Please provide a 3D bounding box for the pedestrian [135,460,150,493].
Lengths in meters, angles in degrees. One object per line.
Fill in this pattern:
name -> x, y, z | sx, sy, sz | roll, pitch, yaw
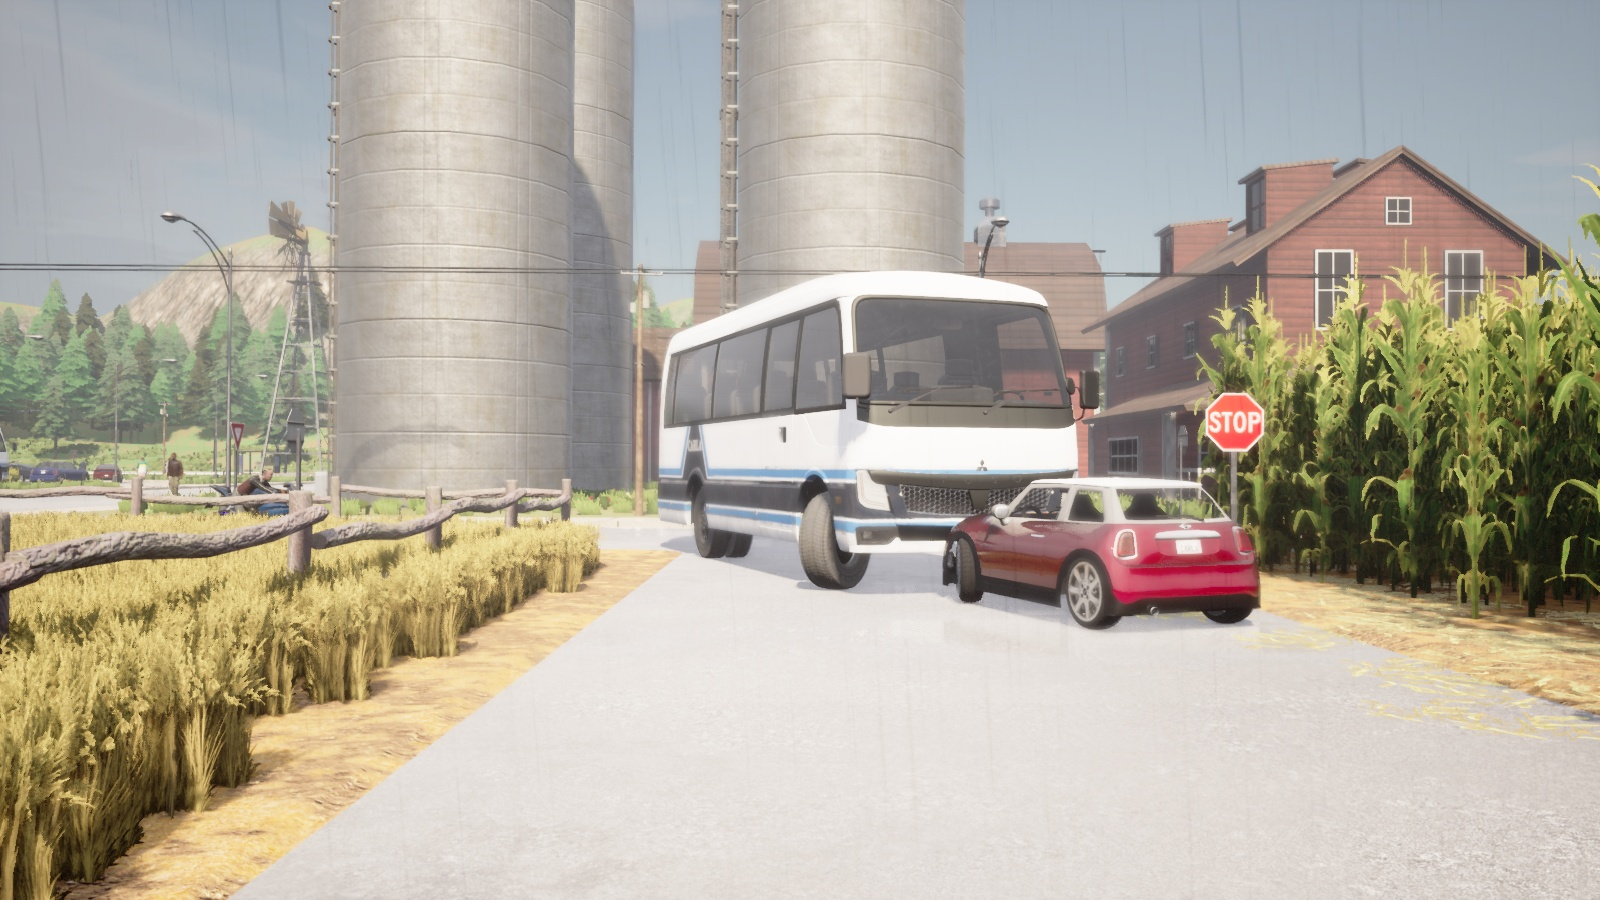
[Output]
pedestrian -> -39.539, 1.604, 75.534 | 0.659, 1.952, 0.873 | 0, -1, -37

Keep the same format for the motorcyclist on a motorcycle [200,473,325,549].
motorcyclist on a motorcycle -> -11.014, 1.241, 25.760 | 2.191, 1.530, 0.866 | 0, -1, 0

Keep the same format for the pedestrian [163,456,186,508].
pedestrian -> -22.526, 1.153, 45.219 | 0.431, 1.840, 0.703 | 0, -1, 3

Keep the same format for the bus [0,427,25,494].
bus -> -52.512, 0.639, 76.737 | 3.944, 4.253, 10.273 | 0, -1, 0

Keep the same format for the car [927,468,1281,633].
car -> 3.139, 0.967, 13.797 | 1.970, 1.475, 3.806 | 0, 0, -20

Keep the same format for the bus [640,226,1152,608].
bus -> 0.650, -0.300, 19.496 | 3.944, 4.253, 10.273 | 0, -1, -20
